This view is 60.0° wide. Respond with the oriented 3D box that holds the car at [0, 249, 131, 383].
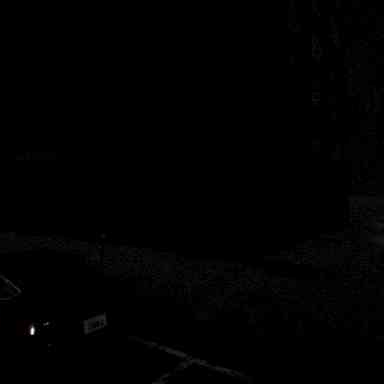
[{"bbox_3d":[-2.815,1.566,5.076,4.313,1.339,1.947,0,0,35],"label":"car"}]
